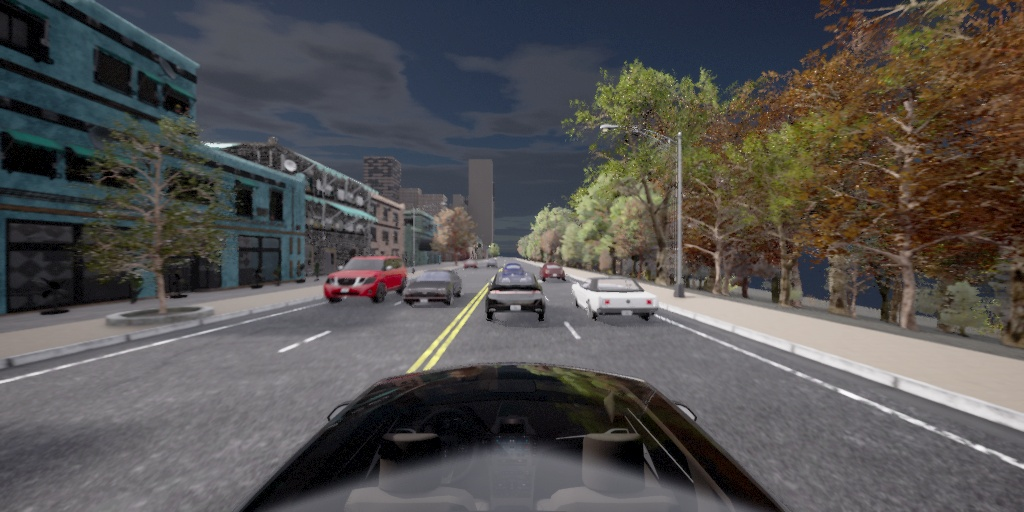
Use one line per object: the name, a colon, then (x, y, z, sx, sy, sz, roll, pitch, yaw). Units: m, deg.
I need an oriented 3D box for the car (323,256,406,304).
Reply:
car: (-6.598, 1.007, 16.941, 2.150, 2.045, 5.566, 0, 0, 0)

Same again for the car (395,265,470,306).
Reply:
car: (-3.347, 1.330, 16.303, 2.033, 1.411, 5.357, 0, 0, 0)

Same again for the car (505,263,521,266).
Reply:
car: (0.105, 1.339, 30.330, 1.812, 1.442, 4.674, 0, 0, 0)

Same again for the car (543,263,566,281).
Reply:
car: (3.355, 1.339, 30.320, 1.812, 1.442, 4.674, 0, 0, 0)

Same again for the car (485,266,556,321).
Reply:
car: (0.103, 1.266, 12.610, 2.128, 1.511, 4.902, 0, 0, 0)

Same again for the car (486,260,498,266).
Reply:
car: (-3.273, 1.424, 59.245, 2.033, 1.411, 5.357, 0, 0, 1)

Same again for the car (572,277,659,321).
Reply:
car: (3.352, 1.375, 12.649, 1.895, 1.301, 4.718, 0, 0, 0)

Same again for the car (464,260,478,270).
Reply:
car: (-6.547, 1.351, 57.659, 1.882, 1.535, 5.008, 0, 0, 0)
